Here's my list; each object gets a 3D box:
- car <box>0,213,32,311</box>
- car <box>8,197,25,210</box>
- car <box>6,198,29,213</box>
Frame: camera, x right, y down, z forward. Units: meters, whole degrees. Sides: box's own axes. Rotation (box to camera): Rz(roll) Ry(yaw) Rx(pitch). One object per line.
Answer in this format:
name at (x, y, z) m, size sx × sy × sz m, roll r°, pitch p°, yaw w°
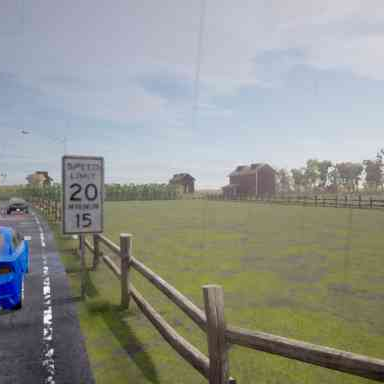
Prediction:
car at (-4.719, 1.479, 7.375) m, size 1.882 × 1.535 × 5.008 m, roll 0°, pitch 0°, yaw -24°
car at (-23.341, 1.505, 44.069) m, size 1.837 × 1.490 × 4.892 m, roll 0°, pitch 0°, yaw -30°
car at (-18.395, 1.508, 35.178) m, size 1.837 × 1.490 × 4.892 m, roll 0°, pitch 0°, yaw -28°
